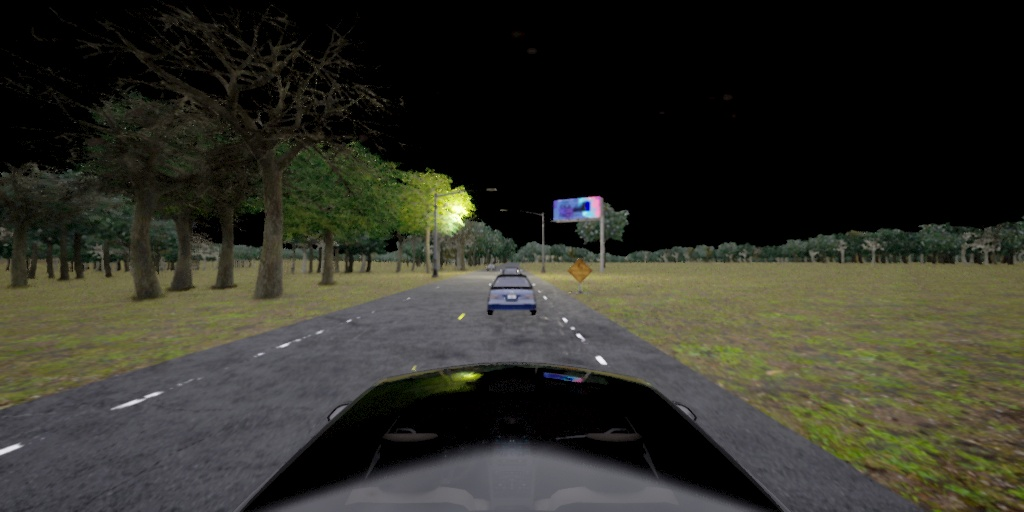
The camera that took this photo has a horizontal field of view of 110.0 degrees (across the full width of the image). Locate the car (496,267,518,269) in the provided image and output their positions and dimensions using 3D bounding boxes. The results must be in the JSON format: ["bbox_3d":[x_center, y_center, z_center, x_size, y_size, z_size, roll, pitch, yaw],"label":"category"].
[{"bbox_3d":[-0.062,1.637,30.452,1.994,1.385,4.181,0,-1,0],"label":"car"}]

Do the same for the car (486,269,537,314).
[{"bbox_3d":[0.000,1.432,14.419,2.033,1.411,5.357,0,-1,0],"label":"car"}]

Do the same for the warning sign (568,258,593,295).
[{"bbox_3d":[3.527,1.043,18.560,1.300,1.860,1.060,0,0,0],"label":"warning sign"}]
